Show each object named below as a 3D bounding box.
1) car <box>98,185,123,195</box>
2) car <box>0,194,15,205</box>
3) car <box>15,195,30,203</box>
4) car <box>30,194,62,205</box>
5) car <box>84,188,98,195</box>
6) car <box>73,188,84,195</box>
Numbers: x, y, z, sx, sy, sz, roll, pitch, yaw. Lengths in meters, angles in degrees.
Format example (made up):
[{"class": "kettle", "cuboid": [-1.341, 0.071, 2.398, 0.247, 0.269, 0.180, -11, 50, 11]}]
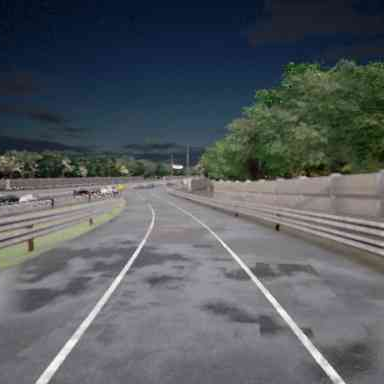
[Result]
[{"class": "car", "cuboid": [-18.263, -0.341, 74.579, 2.150, 2.045, 5.566, 0, 3, 10]}, {"class": "car", "cuboid": [-29.196, 1.118, 53.229, 1.837, 1.490, 4.892, 0, 3, 10]}, {"class": "car", "cuboid": [-25.603, 1.122, 53.444, 1.812, 1.442, 4.674, 0, 3, 10]}, {"class": "car", "cuboid": [-22.305, 1.147, 52.001, 2.128, 1.511, 4.902, 0, 3, 10]}, {"class": "car", "cuboid": [-21.720, -0.221, 75.130, 2.097, 1.767, 4.553, 0, 3, 10]}, {"class": "car", "cuboid": [-25.157, -0.114, 75.797, 1.882, 1.535, 5.008, 0, 3, 10]}]
